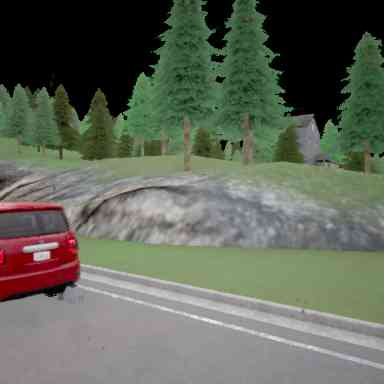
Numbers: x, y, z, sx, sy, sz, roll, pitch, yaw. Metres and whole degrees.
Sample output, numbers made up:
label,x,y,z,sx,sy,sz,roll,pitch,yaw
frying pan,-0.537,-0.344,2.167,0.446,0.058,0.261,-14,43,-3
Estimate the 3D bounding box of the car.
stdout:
label,x,y,z,sx,sy,sz,roll,pitch,yaw
car,-4.835,1.222,7.445,5.566,2.045,2.150,0,0,36
